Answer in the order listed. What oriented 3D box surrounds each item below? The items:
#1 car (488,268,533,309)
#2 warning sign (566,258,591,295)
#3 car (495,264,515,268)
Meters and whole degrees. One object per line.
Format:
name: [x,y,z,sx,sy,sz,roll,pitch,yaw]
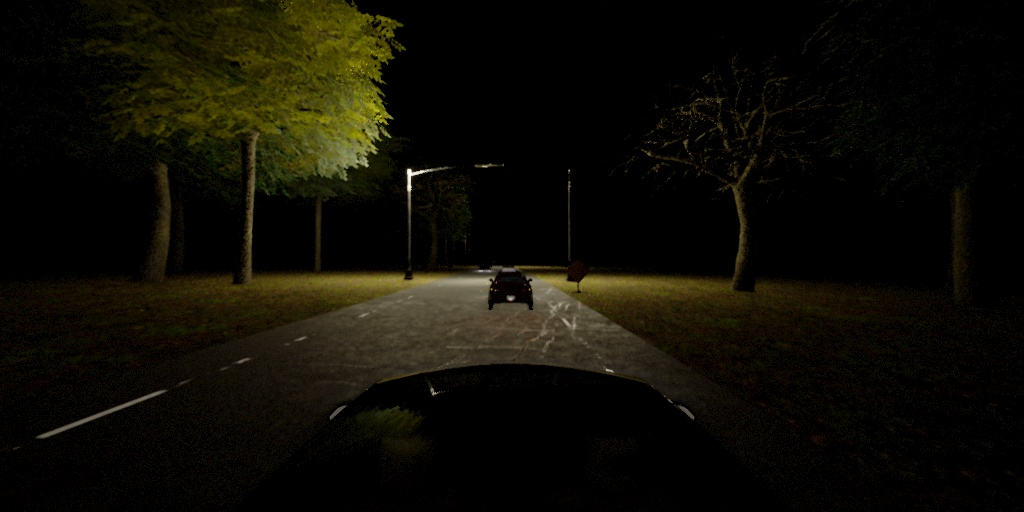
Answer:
car: [-0.057,1.420,15.797,1.812,1.442,4.674,0,0,0]
warning sign: [3.446,1.038,18.548,1.300,1.860,1.060,0,0,-1]
car: [-0.291,1.606,30.488,1.994,1.385,4.181,0,0,-1]
